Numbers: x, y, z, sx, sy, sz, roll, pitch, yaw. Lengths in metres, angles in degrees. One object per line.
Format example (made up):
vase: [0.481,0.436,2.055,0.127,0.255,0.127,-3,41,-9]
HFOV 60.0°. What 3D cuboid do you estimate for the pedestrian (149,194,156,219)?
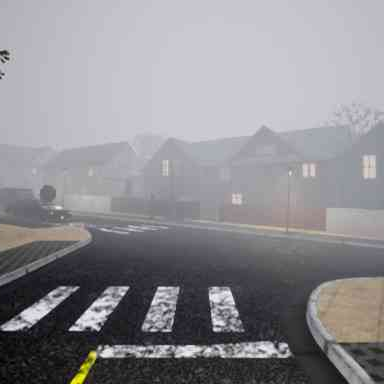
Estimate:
pedestrian: [-3.015,1.080,24.955,0.375,1.860,0.375,-1,-5,32]

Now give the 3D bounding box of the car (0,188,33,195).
car: [-16.496,0.623,30.044,5.566,2.045,2.150,2,0,32]

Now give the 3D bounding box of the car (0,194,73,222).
car: [-10.571,1.168,22.796,5.357,1.411,2.033,2,0,32]
